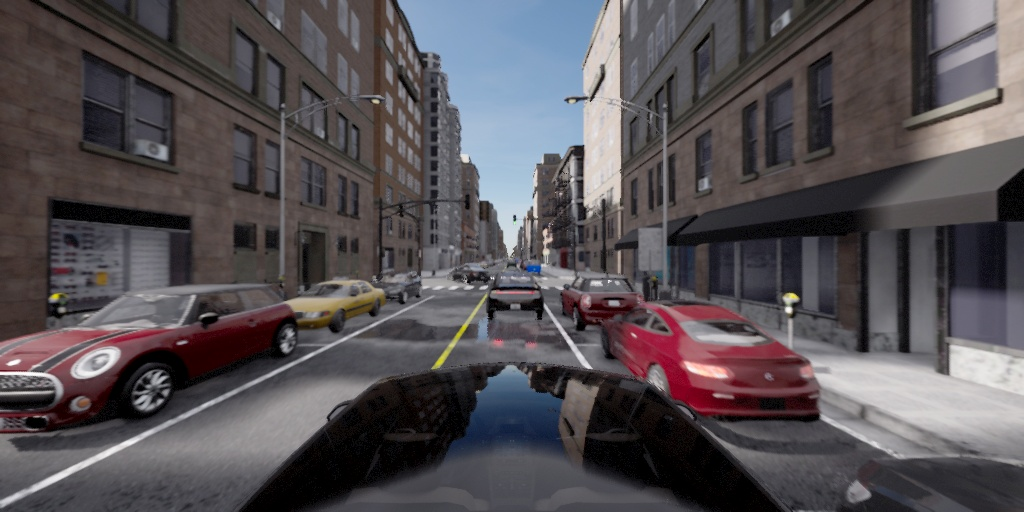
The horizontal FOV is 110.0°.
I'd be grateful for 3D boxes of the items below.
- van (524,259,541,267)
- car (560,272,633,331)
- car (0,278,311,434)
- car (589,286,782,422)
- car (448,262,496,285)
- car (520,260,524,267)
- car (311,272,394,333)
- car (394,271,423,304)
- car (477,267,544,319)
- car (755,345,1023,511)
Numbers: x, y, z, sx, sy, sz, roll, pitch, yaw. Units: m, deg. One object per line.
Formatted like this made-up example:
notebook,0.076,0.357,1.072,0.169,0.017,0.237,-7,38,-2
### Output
van,2.639,1.378,43.818,1.690,1.789,3.998,0,0,0
car,2.638,1.255,11.219,1.967,1.591,4.097,0,0,0
car,-5.387,1.217,5.693,1.967,1.591,4.097,0,0,0
car,2.638,1.359,5.700,1.802,1.307,4.207,0,0,0
car,-3.388,1.448,28.244,1.812,1.442,4.674,1,0,-32
car,2.640,1.697,55.180,1.802,1.307,4.207,0,0,0
car,-5.387,1.341,11.040,1.751,1.417,4.829,0,0,0
car,-5.387,1.404,16.729,2.007,1.370,4.403,0,0,0
car,0.102,1.320,13.153,2.128,1.511,4.902,0,0,0
car,2.638,1.290,0.181,2.007,1.370,4.403,0,0,0
